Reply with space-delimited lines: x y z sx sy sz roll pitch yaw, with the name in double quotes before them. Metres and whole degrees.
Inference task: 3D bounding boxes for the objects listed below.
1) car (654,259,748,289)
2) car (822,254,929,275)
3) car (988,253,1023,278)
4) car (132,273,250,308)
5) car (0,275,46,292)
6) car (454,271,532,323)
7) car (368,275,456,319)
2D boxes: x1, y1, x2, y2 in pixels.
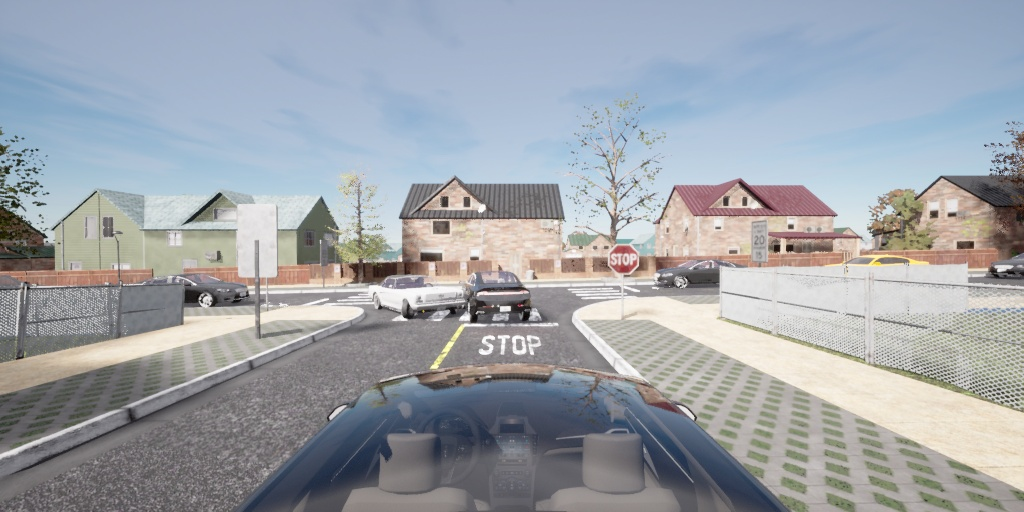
"car" 10.328 0.926 19.638 4.902 1.511 2.128 -1 1 0
"car" 19.759 0.691 19.676 5.008 1.535 1.882 -1 1 -1
"car" 29.383 0.479 19.713 4.902 1.511 2.128 -1 1 0
"car" -14.904 1.567 16.581 4.902 1.511 2.128 -1 1 0
"car" -24.242 1.648 16.539 4.553 1.767 2.097 -1 1 0
"car" -0.688 1.243 12.228 2.128 1.511 4.902 0 0 -12
"car" -3.603 1.368 13.087 1.895 1.301 4.718 0 0 -38
